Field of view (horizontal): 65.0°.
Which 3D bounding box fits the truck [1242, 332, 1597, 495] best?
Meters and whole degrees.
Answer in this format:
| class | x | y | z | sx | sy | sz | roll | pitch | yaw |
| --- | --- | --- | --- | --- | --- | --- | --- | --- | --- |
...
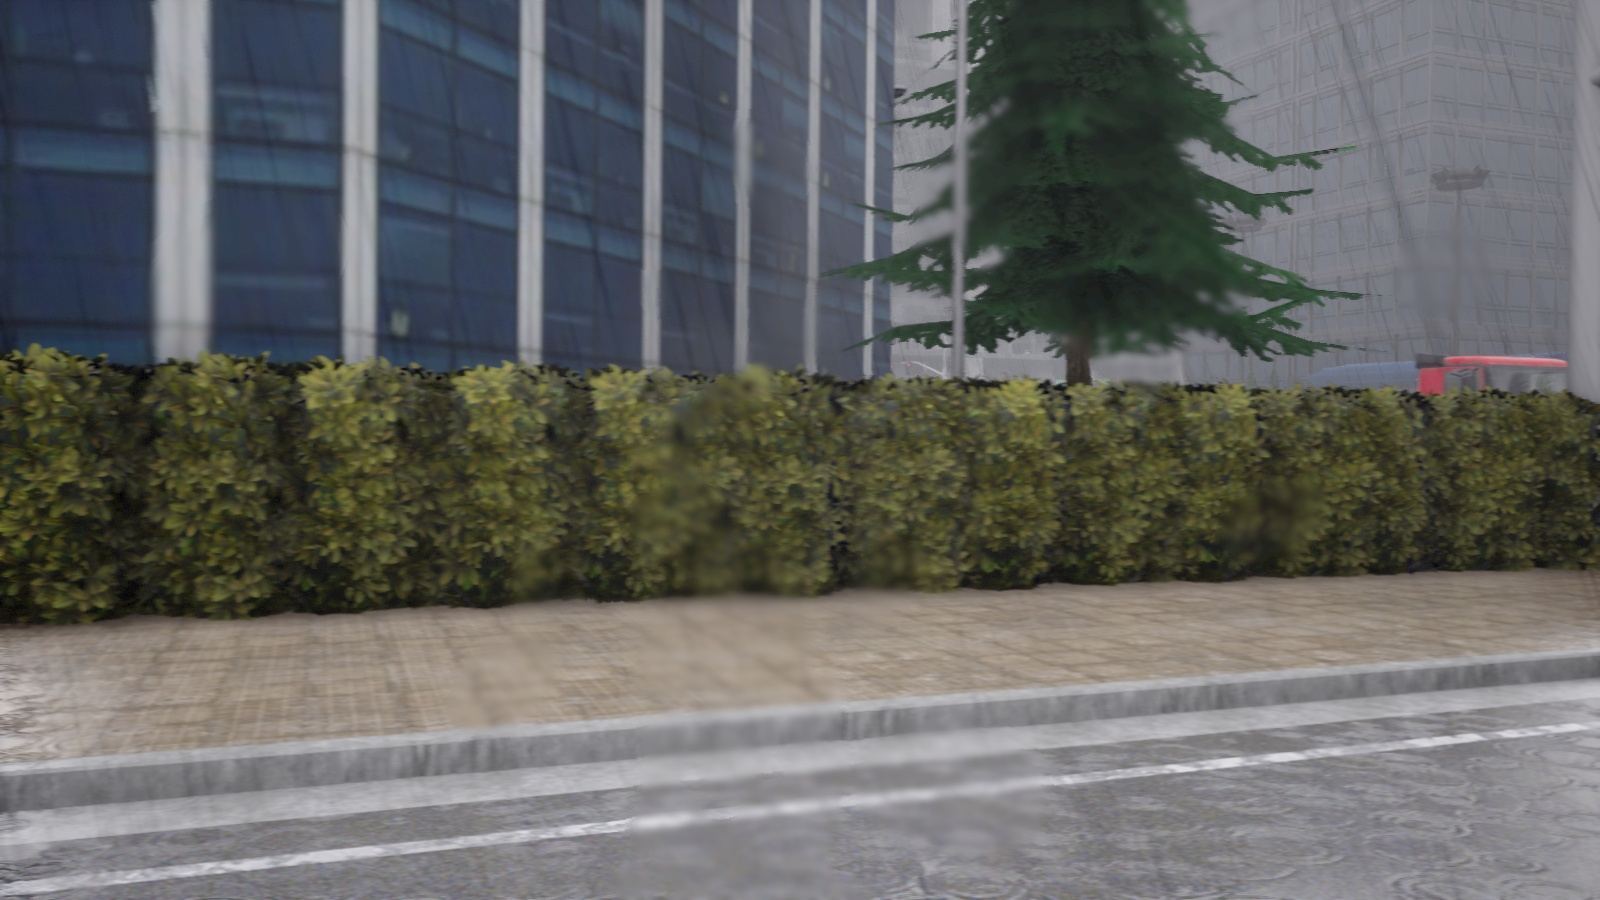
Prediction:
| class | x | y | z | sx | sy | sz | roll | pitch | yaw |
| --- | --- | --- | --- | --- | --- | --- | --- | --- | --- |
| truck | 14.763 | -0.845 | 30.832 | 2.891 | 3.462 | 7.936 | -1 | 1 | -21 |
